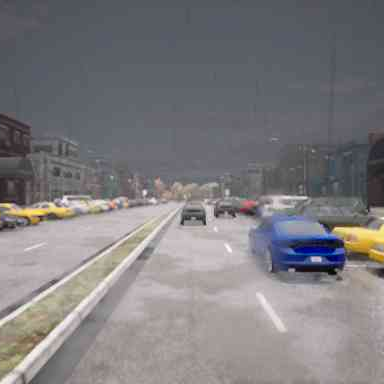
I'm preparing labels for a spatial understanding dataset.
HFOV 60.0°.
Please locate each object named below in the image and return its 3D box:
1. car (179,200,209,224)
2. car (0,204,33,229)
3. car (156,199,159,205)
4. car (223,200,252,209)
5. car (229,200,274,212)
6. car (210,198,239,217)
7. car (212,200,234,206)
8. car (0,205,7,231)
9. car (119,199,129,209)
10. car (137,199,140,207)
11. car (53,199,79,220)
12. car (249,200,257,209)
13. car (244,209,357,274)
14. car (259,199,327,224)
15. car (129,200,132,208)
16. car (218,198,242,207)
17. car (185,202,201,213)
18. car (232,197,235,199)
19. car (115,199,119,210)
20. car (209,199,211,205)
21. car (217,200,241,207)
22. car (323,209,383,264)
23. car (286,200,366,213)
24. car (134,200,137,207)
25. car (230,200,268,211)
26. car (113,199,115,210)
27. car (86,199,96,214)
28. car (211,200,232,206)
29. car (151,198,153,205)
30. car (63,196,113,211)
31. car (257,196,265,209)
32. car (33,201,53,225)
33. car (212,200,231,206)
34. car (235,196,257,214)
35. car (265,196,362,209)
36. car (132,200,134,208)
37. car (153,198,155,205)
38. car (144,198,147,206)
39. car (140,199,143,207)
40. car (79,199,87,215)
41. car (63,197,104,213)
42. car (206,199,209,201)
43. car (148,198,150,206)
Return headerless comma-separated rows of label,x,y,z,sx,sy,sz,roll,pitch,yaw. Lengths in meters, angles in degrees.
car,0.104,1.614,25.747,1.837,1.490,4.892,0,0,0
car,-12.841,1.566,20.265,4.892,1.521,2.231,0,0,0
car,-12.714,2.709,92.615,5.566,2.045,2.435,0,-2,0
car,7.646,2.091,55.946,4.674,1.452,2.002,0,-1,0
car,7.461,1.759,42.166,5.366,1.575,1.946,0,-1,0
car,3.105,1.659,32.719,1.837,1.490,4.892,0,-1,0
car,7.838,2.710,83.517,5.366,1.575,1.946,0,-2,0
car,-12.870,1.587,17.486,4.792,1.488,2.163,0,0,0
car,-12.778,1.940,50.936,4.892,1.521,2.231,0,-1,0
car,-12.754,2.189,61.924,5.008,1.535,2.097,0,-1,0
car,-13.003,1.591,28.726,5.366,1.575,1.946,0,0,0
car,7.674,1.632,28.396,4.792,1.488,2.163,0,0,0
car,3.101,1.535,10.770,1.882,1.535,5.008,0,0,0
car,7.675,1.462,25.639,4.553,1.767,2.185,0,0,0
car,-12.951,1.998,53.715,5.366,1.575,1.946,0,-1,0
car,7.619,2.176,66.976,4.553,1.767,2.185,0,-1,0
car,0.107,1.887,42.305,1.895,1.301,4.718,0,-1,0
car,7.617,1.426,36.660,5.566,2.045,2.435,0,-1,0
car,-12.752,1.690,45.259,4.553,1.767,2.185,0,-1,0
car,7.467,2.639,80.754,5.366,1.575,1.946,0,-1,0
car,7.680,2.396,69.728,4.792,1.488,2.163,0,-1,0
car,7.827,1.539,11.852,5.366,1.575,1.946,0,0,0
car,7.612,1.435,17.369,4.553,1.767,2.185,0,0,0
car,-12.725,2.155,59.146,4.792,1.488,2.163,0,-1,0
car,7.644,1.856,44.922,4.674,1.452,2.002,0,-1,0
car,-12.787,1.800,42.479,4.674,1.452,2.002,0,-1,0
car,-12.804,1.678,34.153,4.674,1.452,2.002,0,-1,0
car,7.828,2.857,89.030,5.366,1.575,1.946,0,-2,0
car,-12.715,2.666,81.373,4.892,1.521,2.231,0,-1,0
car,-12.766,1.461,39.709,5.566,2.045,2.435,0,-1,0
car,7.672,1.327,22.884,5.566,2.045,2.435,0,0,0
car,-12.834,1.572,23.169,5.008,1.535,2.097,0,0,0
car,7.677,2.816,86.271,4.792,1.488,2.163,0,-2,0
car,7.617,1.396,33.908,5.566,2.045,2.435,0,-1,0
car,7.615,1.318,20.127,5.566,2.045,2.435,0,0,0
car,-12.733,1.936,56.379,4.553,1.767,2.185,0,-1,0
car,-12.694,2.849,86.926,4.674,1.452,2.002,0,-1,0
car,-12.726,2.390,70.384,5.008,1.535,2.097,0,-1,0
car,-12.737,2.256,64.703,4.892,1.521,2.231,0,-1,0
car,-12.814,1.653,31.496,4.674,1.452,2.002,0,0,0
car,-12.986,1.669,36.927,5.366,1.575,1.946,0,-1,0
car,7.604,2.761,94.546,5.566,2.045,2.435,0,-2,0
car,-12.717,2.564,75.815,4.674,1.452,2.002,0,-1,0
